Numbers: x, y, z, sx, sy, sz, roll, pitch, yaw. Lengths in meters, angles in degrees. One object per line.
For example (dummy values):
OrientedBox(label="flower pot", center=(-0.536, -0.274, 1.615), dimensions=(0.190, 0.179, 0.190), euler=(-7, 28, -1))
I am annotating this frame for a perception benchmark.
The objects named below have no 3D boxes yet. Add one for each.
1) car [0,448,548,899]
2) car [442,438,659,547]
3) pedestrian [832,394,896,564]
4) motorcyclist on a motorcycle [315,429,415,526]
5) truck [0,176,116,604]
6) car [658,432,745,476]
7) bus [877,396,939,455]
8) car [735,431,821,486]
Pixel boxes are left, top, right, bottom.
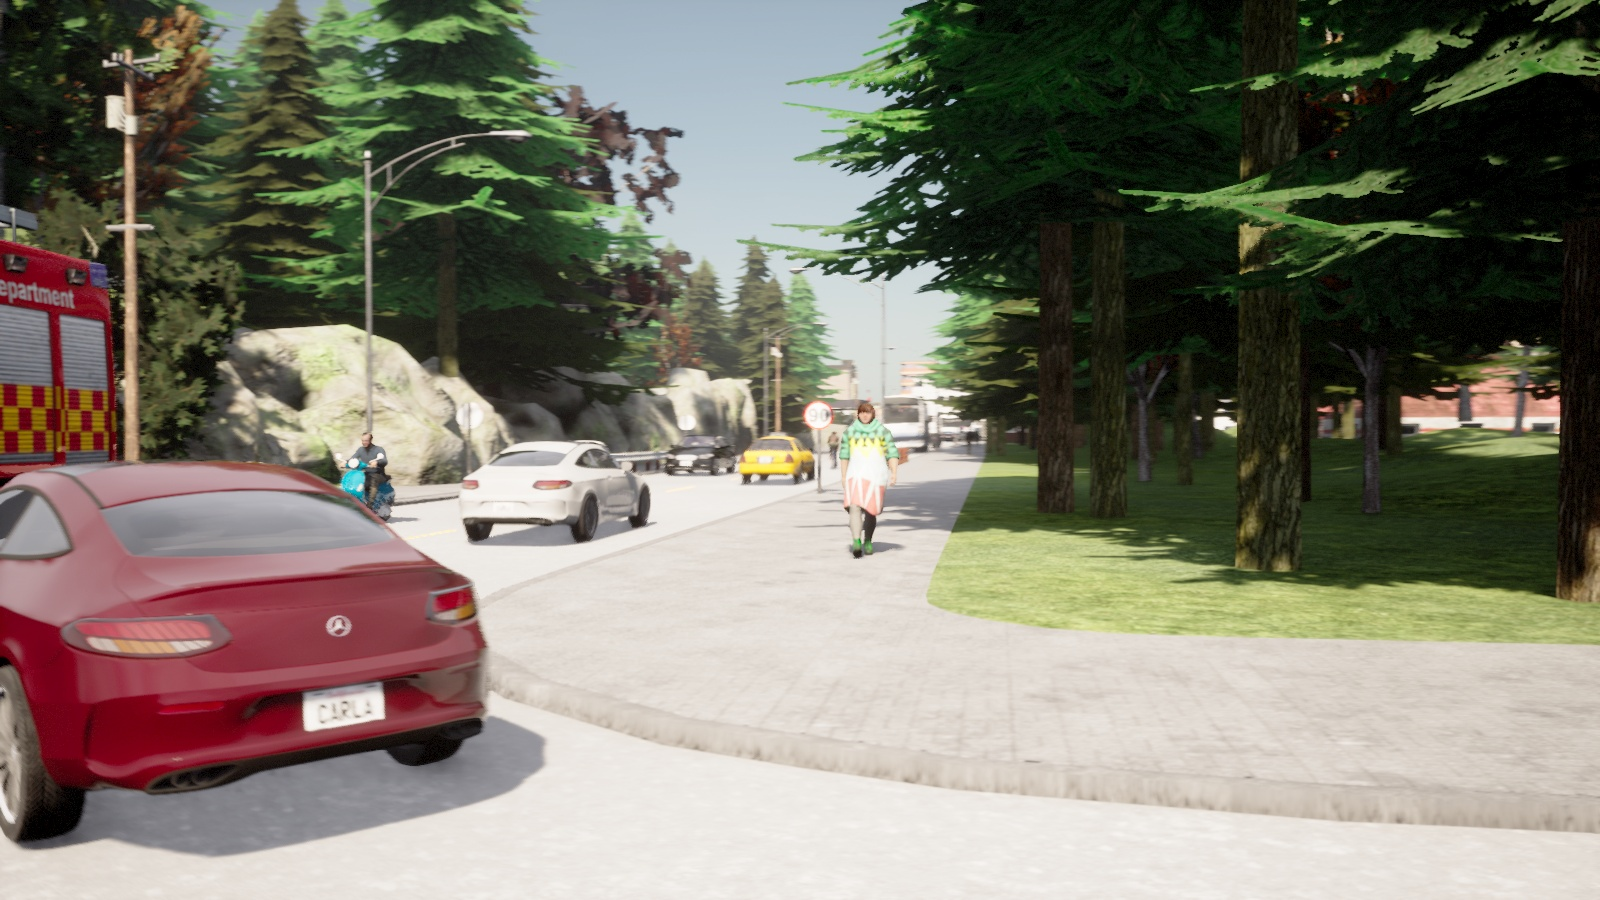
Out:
OrientedBox(label="car", center=(-3.318, 0.746, 6.425), dimensions=(1.812, 1.442, 4.674), euler=(-1, 1, -43))
OrientedBox(label="car", center=(-3.692, 0.557, 19.536), dimensions=(1.812, 1.442, 4.674), euler=(0, 1, 9))
OrientedBox(label="pedestrian", center=(0.764, 0.329, 14.882), dimensions=(0.659, 1.952, 0.873), euler=(0, 1, 9))
OrientedBox(label="motorcyclist on a motorcycle", center=(-7.412, 0.438, 21.506), dimensions=(0.866, 1.590, 1.817), euler=(0, 1, 9))
OrientedBox(label="truck", center=(-8.541, -0.506, 8.907), dimensions=(2.891, 3.827, 8.468), euler=(0, 1, -1))
OrientedBox(label="car", center=(-3.552, 0.106, 46.414), dimensions=(2.128, 1.511, 4.902), euler=(0, 1, 9))
OrientedBox(label="bus", center=(8.388, -1.874, 96.133), dimensions=(3.944, 4.253, 10.273), euler=(0, 1, 9))
OrientedBox(label="car", center=(-0.593, 0.204, 39.384), dimensions=(1.801, 1.575, 5.366), euler=(0, 1, 9))
